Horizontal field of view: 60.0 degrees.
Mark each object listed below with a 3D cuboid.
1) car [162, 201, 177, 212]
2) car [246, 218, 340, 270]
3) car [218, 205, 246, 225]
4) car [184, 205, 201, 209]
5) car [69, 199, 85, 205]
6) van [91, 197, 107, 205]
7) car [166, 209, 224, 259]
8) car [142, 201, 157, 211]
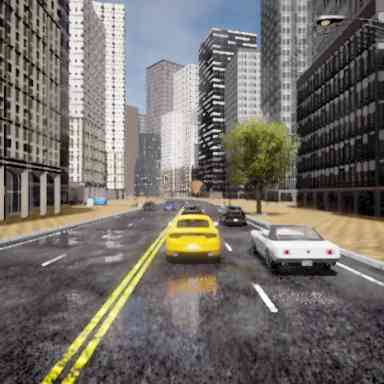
[{"bbox_3d":[-3.351,2.173,50.474,1.812,1.442,4.674,0,-1,0],"label":"car"},{"bbox_3d":[3.285,1.759,11.633,1.895,1.301,4.718,0,-1,1],"label":"car"},{"bbox_3d":[3.286,1.868,27.243,1.837,1.490,4.892,0,0,1],"label":"car"},{"bbox_3d":[0.037,1.868,27.253,1.837,1.490,4.892,0,0,1],"label":"car"},{"bbox_3d":[-28.218,2.378,80.479,4.507,1.381,1.887,0,0,1],"label":"car"},{"bbox_3d":[-22.679,2.200,80.436,3.998,1.788,1.690,0,0,1],"label":"van"},{"bbox_3d":[0.050,1.659,13.395,1.882,1.535,5.008,0,0,0],"label":"car"},{"bbox_3d":[-6.592,2.169,51.757,1.837,1.490,4.892,0,-1,0],"label":"car"}]
